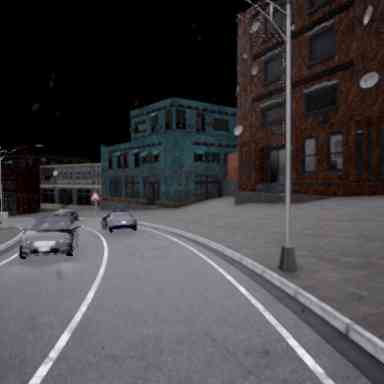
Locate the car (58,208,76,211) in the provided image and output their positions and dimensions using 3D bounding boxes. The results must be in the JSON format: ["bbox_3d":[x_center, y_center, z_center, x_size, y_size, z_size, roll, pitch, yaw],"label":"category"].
[{"bbox_3d":[-14.829,2.668,38.905,1.837,1.490,4.892,-2,-2,-39],"label":"car"}]

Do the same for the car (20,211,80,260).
[{"bbox_3d":[-5.725,1.759,13.806,2.128,1.511,4.902,-1,-1,-15],"label":"car"}]

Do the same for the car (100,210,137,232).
[{"bbox_3d":[-5.250,2.005,23.573,1.994,1.385,4.181,-1,-1,-23],"label":"car"}]
